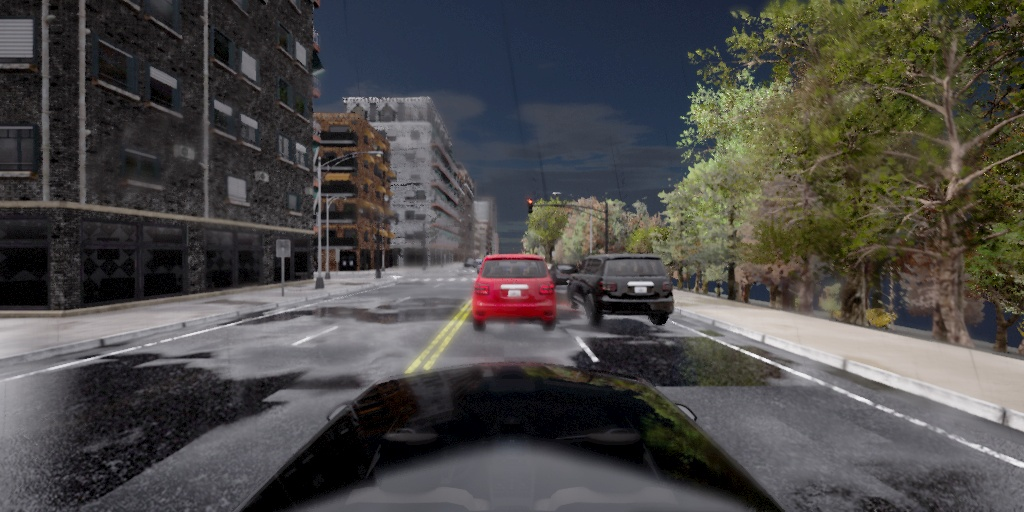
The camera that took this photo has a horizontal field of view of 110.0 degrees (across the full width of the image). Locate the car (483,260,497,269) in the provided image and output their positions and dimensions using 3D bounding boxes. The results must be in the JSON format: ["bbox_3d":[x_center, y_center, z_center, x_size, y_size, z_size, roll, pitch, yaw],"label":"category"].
[{"bbox_3d":[-3.616,1.315,59.144,1.994,1.385,4.181,0,0,0],"label":"car"}]

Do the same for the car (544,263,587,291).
[{"bbox_3d":[3.259,1.251,22.840,1.837,1.490,4.892,0,0,-2],"label":"car"}]

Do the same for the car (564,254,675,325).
[{"bbox_3d":[3.299,0.967,11.884,2.150,2.045,5.566,0,0,0],"label":"car"}]

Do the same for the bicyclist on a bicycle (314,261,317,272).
[{"bbox_3d":[-25.094,1.325,45.396,0.582,1.620,1.656,-1,1,-1],"label":"bicyclist on a bicycle"}]

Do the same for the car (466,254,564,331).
[{"bbox_3d":[0.054,0.969,11.086,2.150,2.045,5.566,0,0,0],"label":"car"}]

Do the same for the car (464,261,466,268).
[{"bbox_3d":[-6.866,1.256,59.370,1.837,1.490,4.892,0,0,0],"label":"car"}]
